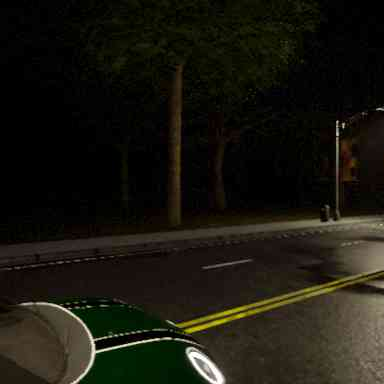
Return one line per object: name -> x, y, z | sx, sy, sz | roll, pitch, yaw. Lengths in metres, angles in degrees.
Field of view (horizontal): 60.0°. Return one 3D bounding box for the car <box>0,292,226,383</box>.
car -> -1.875, 1.352, 2.103 | 4.553, 1.767, 2.097 | 0, 0, -35
